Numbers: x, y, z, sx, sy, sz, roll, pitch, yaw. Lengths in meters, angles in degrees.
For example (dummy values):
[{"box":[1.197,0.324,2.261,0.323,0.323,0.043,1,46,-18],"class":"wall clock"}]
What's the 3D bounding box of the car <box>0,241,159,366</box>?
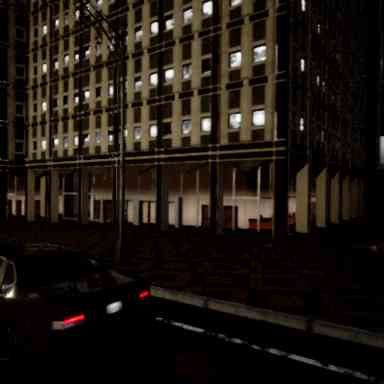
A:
[{"box":[-3.072,1.610,5.880,5.357,1.411,2.033,-1,0,36],"class":"car"}]
